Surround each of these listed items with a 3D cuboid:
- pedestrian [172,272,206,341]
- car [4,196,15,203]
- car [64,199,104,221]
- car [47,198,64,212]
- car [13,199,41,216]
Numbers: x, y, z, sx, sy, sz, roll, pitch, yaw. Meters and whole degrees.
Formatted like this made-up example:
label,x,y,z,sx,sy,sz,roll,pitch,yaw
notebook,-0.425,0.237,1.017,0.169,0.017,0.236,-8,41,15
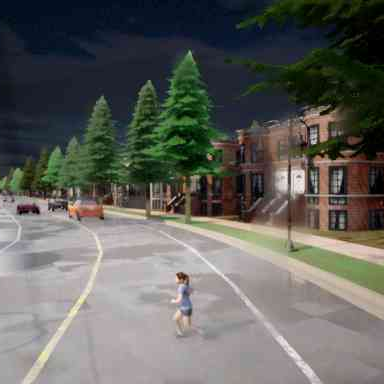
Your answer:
label,x,y,z,sx,sy,sz,roll,pitch,yaw
pedestrian,-0.111,1.674,5.058,0.500,1.100,0.500,0,0,-7
car,-37.213,1.471,67.756,2.128,1.511,4.902,0,0,-31
car,-8.979,1.351,27.892,2.097,1.767,4.553,0,0,-31
car,-15.982,1.504,39.666,1.837,1.490,4.892,0,0,-31
car,-16.248,1.600,32.978,1.895,1.301,4.718,0,0,-31
